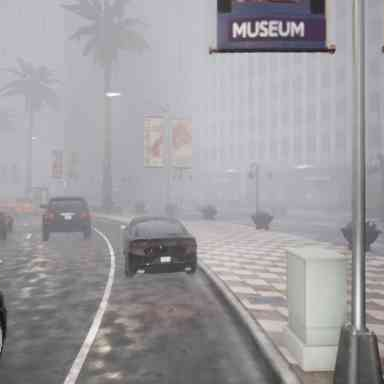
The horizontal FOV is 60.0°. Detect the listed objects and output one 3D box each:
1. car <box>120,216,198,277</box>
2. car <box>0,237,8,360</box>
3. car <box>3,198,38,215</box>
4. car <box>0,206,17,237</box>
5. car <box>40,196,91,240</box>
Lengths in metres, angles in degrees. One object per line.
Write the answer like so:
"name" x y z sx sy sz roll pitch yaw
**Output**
"car" -1.184 1.476 10.449 1.882 1.535 5.008 0 0 -13
"car" -3.217 1.475 2.369 1.882 1.535 5.008 0 0 -4
"car" -16.653 1.334 32.092 2.097 1.767 4.553 0 0 -44
"car" -10.192 1.591 16.756 1.895 1.301 4.718 0 0 -25
"car" -6.638 1.218 17.438 2.150 2.045 5.566 0 0 -23
